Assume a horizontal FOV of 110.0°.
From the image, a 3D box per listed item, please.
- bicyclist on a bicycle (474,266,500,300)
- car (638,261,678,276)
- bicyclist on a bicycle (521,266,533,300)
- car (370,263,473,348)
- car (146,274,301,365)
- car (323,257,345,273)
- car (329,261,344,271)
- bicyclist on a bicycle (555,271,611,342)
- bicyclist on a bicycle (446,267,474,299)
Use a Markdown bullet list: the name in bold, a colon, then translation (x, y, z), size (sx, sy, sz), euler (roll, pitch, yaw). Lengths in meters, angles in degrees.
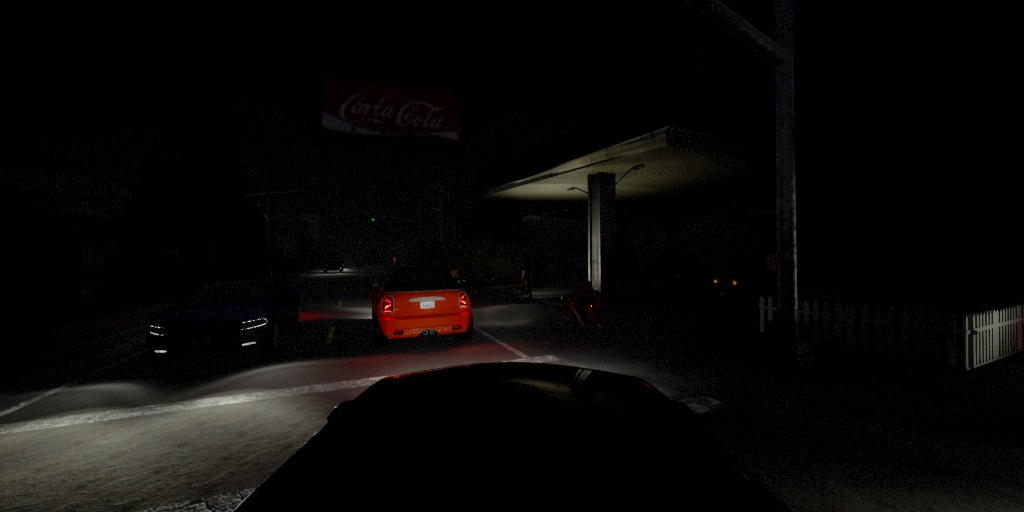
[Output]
- **bicyclist on a bicycle**: translation (-1.356, 1.336, 17.770), size (1.656, 1.620, 0.582), euler (0, 0, -21)
- **car**: translation (16.979, 1.309, 43.302), size (5.357, 1.411, 2.033), euler (0, 0, -24)
- **bicyclist on a bicycle**: translation (0.753, 1.326, 17.890), size (0.582, 1.620, 1.656), euler (-1, 0, 16)
- **car**: translation (-2.563, 1.052, 9.459), size (2.097, 1.767, 4.553), euler (0, 0, -22)
- **car**: translation (-6.274, 1.210, 8.381), size (1.882, 1.535, 5.008), euler (0, 0, -23)
- **car**: translation (-23.808, 1.173, 47.775), size (2.150, 2.045, 5.566), euler (0, 0, -25)
- **car**: translation (-27.714, 1.527, 56.681), size (1.812, 1.442, 4.674), euler (0, 0, -23)
- **bicyclist on a bicycle**: translation (1.687, 1.198, 8.683), size (0.582, 1.620, 1.656), euler (3, -2, -43)
- **bicyclist on a bicycle**: translation (-2.660, 1.310, 16.386), size (1.656, 1.620, 0.582), euler (1, 0, 37)
